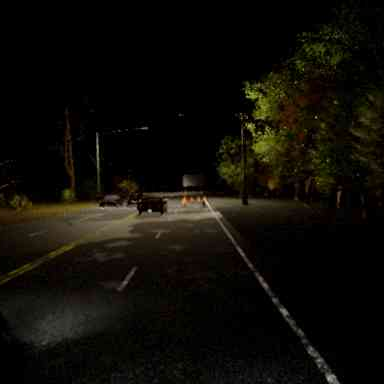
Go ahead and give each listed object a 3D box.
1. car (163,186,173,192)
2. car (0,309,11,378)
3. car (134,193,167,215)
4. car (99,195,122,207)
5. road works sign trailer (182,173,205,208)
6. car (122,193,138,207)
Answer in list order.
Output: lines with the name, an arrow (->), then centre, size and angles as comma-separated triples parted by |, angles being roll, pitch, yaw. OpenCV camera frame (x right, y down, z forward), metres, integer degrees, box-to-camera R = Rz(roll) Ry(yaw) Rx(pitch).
car -> -5.714, -0.636, 79.251 | 2.150, 2.045, 5.566 | -1, 1, 1
car -> -3.153, 1.592, 2.165 | 1.837, 1.490, 4.892 | -2, 1, 0
car -> -2.964, 0.990, 25.692 | 1.895, 1.301, 4.718 | 1, 1, 0
car -> -9.604, 1.031, 39.983 | 2.033, 1.411, 5.357 | -1, 1, 1
road works sign trailer -> 0.193, -0.220, 35.746 | 2.380, 3.560, 2.880 | -1, 1, 1
car -> -6.366, 0.931, 38.776 | 1.837, 1.490, 4.892 | -1, 1, 1
